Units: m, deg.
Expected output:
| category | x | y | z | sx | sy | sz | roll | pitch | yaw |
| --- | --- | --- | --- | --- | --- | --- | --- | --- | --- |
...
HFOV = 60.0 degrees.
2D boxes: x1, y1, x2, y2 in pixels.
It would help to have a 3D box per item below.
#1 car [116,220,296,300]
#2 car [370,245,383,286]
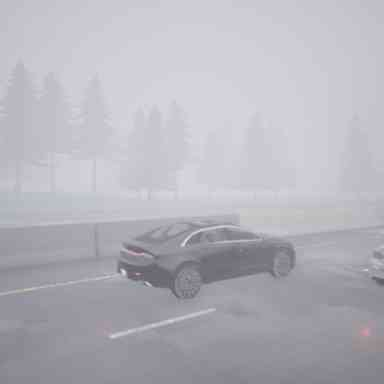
| category | x | y | z | sx | sy | sz | roll | pitch | yaw |
| --- | --- | --- | --- | --- | --- | --- | --- | --- | --- |
| car | 0.566 | 1.462 | 8.359 | 4.902 | 1.511 | 2.128 | 0 | 0 | -34 |
| car | 6.040 | 1.472 | 7.813 | 4.674 | 1.442 | 1.812 | 0 | 0 | -33 |
